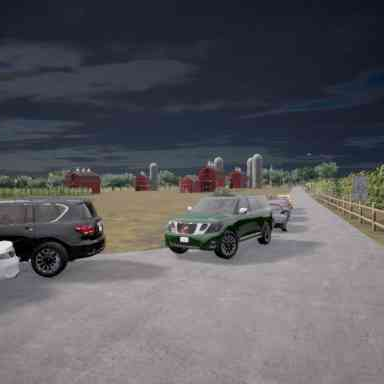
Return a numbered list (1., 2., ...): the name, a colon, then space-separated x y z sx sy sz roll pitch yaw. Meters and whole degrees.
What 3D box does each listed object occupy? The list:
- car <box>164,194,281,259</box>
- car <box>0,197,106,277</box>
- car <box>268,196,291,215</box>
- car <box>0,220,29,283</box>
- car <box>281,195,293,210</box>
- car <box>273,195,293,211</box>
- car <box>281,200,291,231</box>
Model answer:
1. car: 1.298 1.106 12.668 2.150 2.045 5.566 0 0 34
2. car: -5.364 1.225 9.595 5.566 2.045 2.150 -1 1 -4
3. car: 8.189 1.193 30.772 1.837 1.490 4.892 0 0 18
4. car: -6.105 1.612 6.680 4.674 1.442 1.812 -2 2 -38
5. car: 6.266 1.231 24.727 1.882 1.535 5.008 0 0 18
6. car: 10.003 1.104 36.475 1.882 1.535 5.008 0 1 18
7. car: 4.415 1.377 18.993 1.994 1.385 4.181 0 0 17
